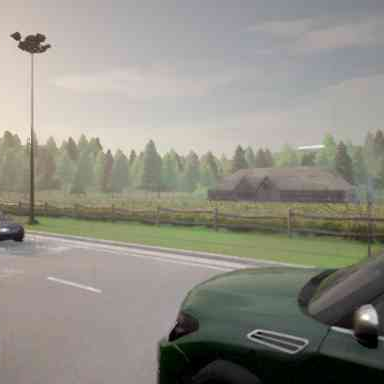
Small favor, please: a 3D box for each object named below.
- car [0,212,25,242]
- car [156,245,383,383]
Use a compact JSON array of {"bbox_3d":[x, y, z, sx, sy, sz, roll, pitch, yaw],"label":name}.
[{"bbox_3d":[-9.397,1.545,14.990,4.181,1.385,1.994,0,0,35],"label":"car"},{"bbox_3d":[2.313,1.222,2.341,5.566,2.045,2.150,0,0,35],"label":"car"}]
